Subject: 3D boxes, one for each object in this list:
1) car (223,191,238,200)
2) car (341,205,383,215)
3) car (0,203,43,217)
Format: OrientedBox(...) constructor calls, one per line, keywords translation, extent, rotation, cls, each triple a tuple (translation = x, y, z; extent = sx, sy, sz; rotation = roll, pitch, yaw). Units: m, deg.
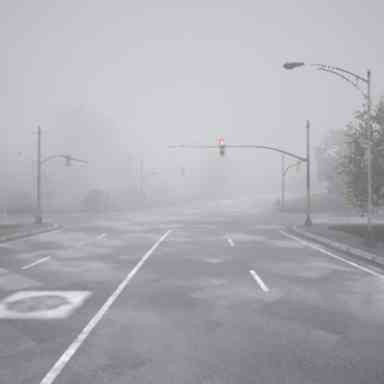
OrientedBox(translation=(9.636, 0.901, 82.072), extent=(2.150, 2.045, 5.566), rotation=(0, 3, 28), cls="car")
OrientedBox(translation=(19.759, 1.869, 38.244), extent=(4.902, 1.511, 2.128), rotation=(-2, -1, 3), cls="car")
OrientedBox(translation=(-20.844, 2.142, 40.622), extent=(4.892, 1.490, 1.837), rotation=(-2, -1, 3), cls="car")
